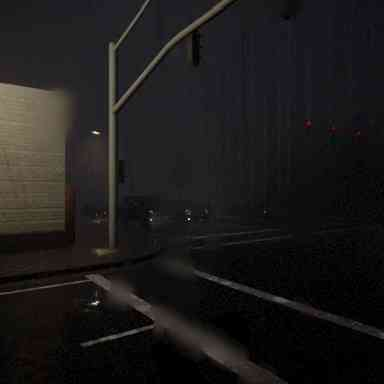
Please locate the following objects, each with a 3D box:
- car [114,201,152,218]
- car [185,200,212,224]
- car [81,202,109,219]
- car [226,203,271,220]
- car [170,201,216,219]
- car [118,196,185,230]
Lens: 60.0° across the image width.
[{"bbox_3d":[-5.737,1.619,32.089,1.994,1.385,4.181,0,0,-35],"label":"car"},{"bbox_3d":[-0.717,1.407,25.061,2.097,1.767,4.553,0,0,-36],"label":"car"},{"bbox_3d":[-8.550,1.619,30.013,1.994,1.385,4.181,0,0,-35],"label":"car"},{"bbox_3d":[4.944,1.619,29.518,1.994,1.385,4.181,0,0,-36],"label":"car"},{"bbox_3d":[-0.043,1.581,30.449,1.812,1.442,4.674,0,0,-36],"label":"car"},{"bbox_3d":[-3.084,1.277,22.348,2.150,2.045,5.566,0,0,-36],"label":"car"}]
